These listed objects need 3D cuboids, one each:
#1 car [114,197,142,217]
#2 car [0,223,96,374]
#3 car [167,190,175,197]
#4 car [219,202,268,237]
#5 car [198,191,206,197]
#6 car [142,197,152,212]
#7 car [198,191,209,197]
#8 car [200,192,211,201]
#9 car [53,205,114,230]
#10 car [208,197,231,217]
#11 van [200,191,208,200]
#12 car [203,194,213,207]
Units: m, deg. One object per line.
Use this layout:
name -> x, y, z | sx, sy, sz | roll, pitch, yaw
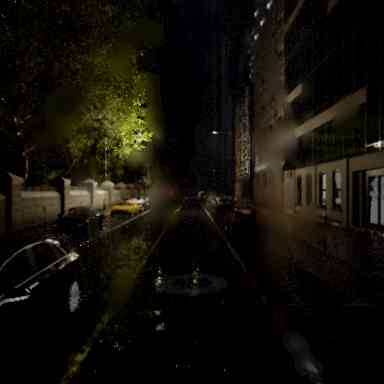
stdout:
car -> -5.686, 1.305, 28.309 | 1.752, 1.417, 4.829 | 0, 0, 0
car -> -3.001, 1.471, 4.555 | 1.837, 1.490, 4.892 | 0, 0, 0
car -> -5.687, 0.513, 90.987 | 2.192, 1.841, 5.009 | 1, 1, 0
car -> 2.694, 1.415, 17.095 | 1.887, 1.381, 4.507 | 0, 0, 0
car -> 2.692, 0.638, 90.947 | 1.967, 1.590, 4.097 | 1, 1, 0
car -> -5.687, 1.281, 34.163 | 2.008, 1.369, 4.403 | 0, 0, 0
car -> 2.694, 0.794, 62.542 | 2.192, 1.841, 5.009 | 0, 1, 0
car -> 2.692, 1.114, 56.861 | 1.802, 1.307, 4.206 | 0, 1, 0
car -> -5.687, 1.421, 17.115 | 2.008, 1.369, 4.403 | 0, 0, 0
car -> 2.694, 1.344, 28.456 | 1.947, 1.339, 4.313 | 0, 0, 0
van -> 2.694, 0.711, 73.903 | 1.690, 1.788, 3.998 | 1, 1, 0
car -> 2.693, 1.233, 39.820 | 2.008, 1.369, 4.403 | 0, 0, 0
